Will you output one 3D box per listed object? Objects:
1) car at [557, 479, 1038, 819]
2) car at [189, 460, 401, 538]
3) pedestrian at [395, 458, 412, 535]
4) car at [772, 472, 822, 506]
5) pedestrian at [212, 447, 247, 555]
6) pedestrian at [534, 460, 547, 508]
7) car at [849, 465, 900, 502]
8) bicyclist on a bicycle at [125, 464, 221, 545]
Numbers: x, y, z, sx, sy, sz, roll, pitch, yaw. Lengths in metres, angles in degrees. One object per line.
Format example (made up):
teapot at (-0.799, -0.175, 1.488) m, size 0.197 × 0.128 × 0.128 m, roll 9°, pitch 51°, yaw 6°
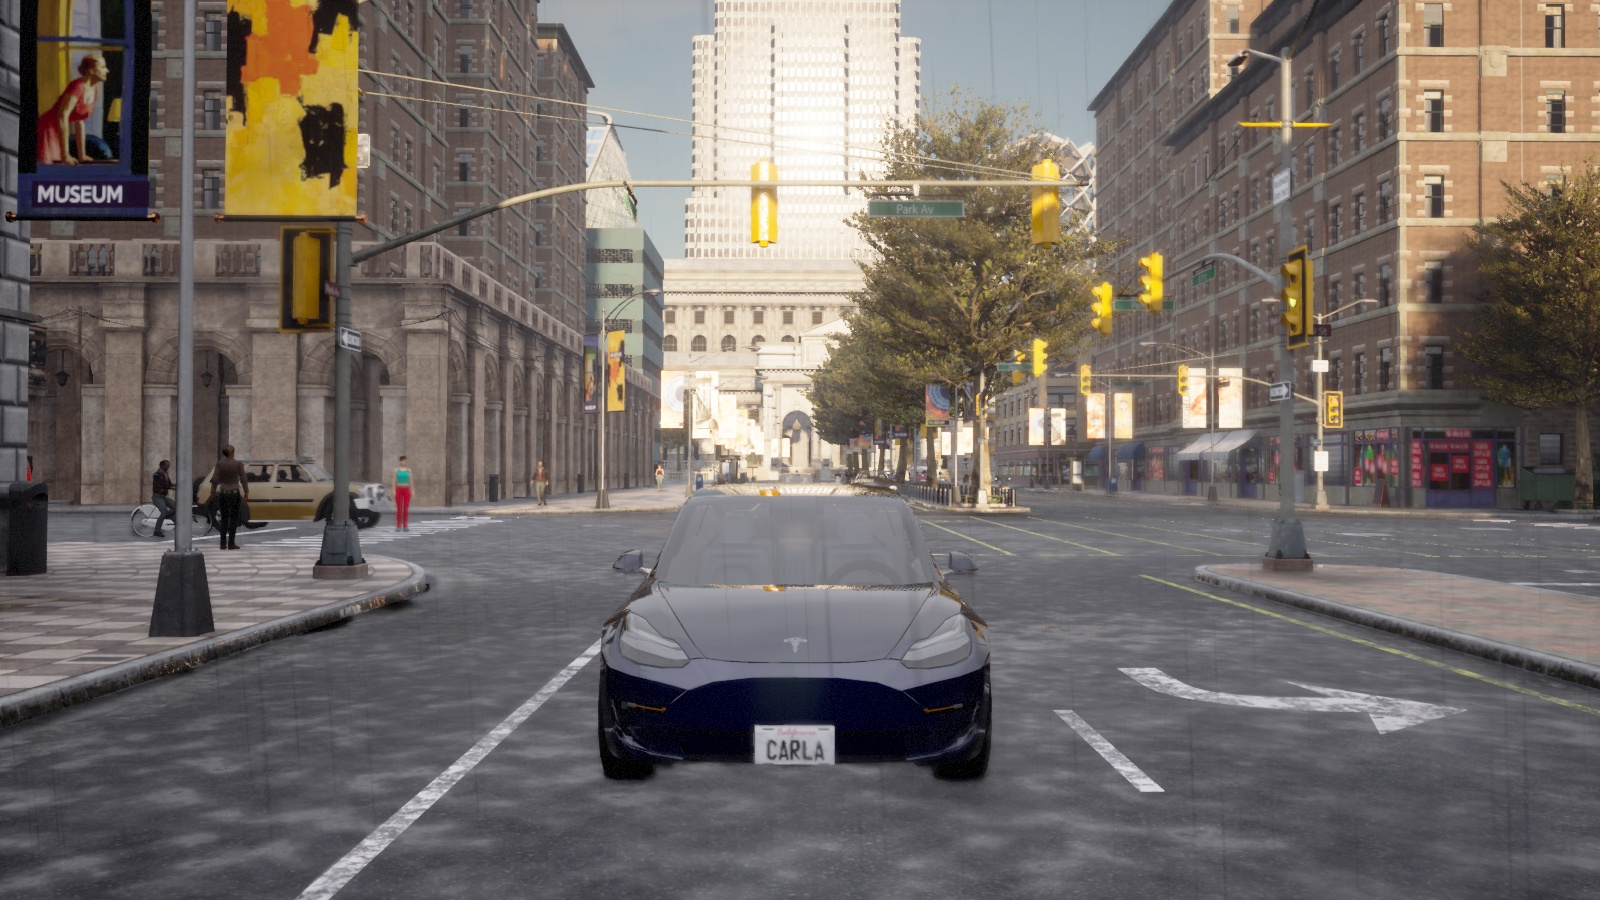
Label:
car at (-0.020, 0.950, 8.059) m, size 2.163 × 1.488 × 4.792 m, roll 0°, pitch -1°, yaw 0°
car at (-12.714, 1.217, 31.819) m, size 4.605 × 1.855 × 1.932 m, roll -1°, pitch -1°, yaw 0°
pedestrian at (-9.557, 1.116, 30.254) m, size 0.345 × 1.836 × 0.594 m, roll 0°, pitch -1°, yaw -23°
car at (-0.140, 1.785, 57.926) m, size 2.163 × 1.488 × 4.792 m, roll 0°, pitch -1°, yaw 0°
pedestrian at (-9.950, 0.878, 21.896) m, size 0.331 × 1.846 × 0.634 m, roll 0°, pitch -1°, yaw -2°
pedestrian at (-10.096, 1.330, 48.867) m, size 0.376 × 1.854 × 0.720 m, roll 0°, pitch -1°, yaw 0°
car at (3.435, 1.566, 58.898) m, size 2.152 × 1.651 × 5.027 m, roll 0°, pitch -1°, yaw 1°
bicyclist on a bicycle at (-14.120, 1.216, 28.301) m, size 1.843 × 1.776 × 0.659 m, roll 0°, pitch -1°, yaw 0°
